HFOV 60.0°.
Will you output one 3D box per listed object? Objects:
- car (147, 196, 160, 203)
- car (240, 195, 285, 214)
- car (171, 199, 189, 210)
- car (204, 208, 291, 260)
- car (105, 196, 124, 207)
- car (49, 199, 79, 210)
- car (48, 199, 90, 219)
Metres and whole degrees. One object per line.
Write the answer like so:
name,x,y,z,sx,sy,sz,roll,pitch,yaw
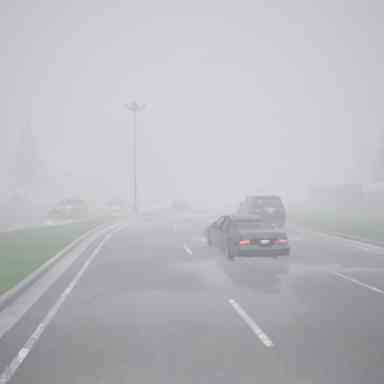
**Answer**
car,-7.957,1.603,69.447,2.033,1.411,5.357,0,0,4
car,4.488,1.240,21.991,2.150,2.045,5.566,0,0,-1
car,-1.487,1.642,44.173,1.895,1.301,4.718,0,0,5
car,1.812,1.558,12.586,2.033,1.411,5.357,0,0,-9
car,-12.563,1.404,53.935,2.097,1.767,4.553,0,0,4
car,-16.736,1.647,43.811,1.895,1.301,4.718,0,0,4
car,-10.781,1.383,29.392,2.097,1.767,4.553,0,0,6
